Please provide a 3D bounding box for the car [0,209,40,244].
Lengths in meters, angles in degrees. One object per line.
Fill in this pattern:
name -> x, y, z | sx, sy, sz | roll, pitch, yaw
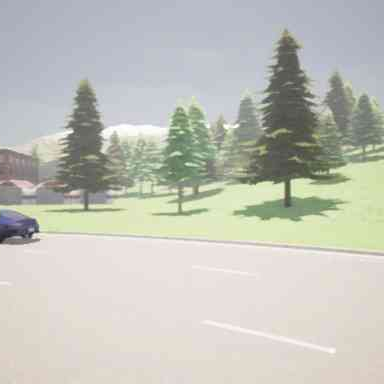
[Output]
car -> -9.381, 1.533, 15.519 | 4.674, 1.442, 1.812 | 0, 0, 17
